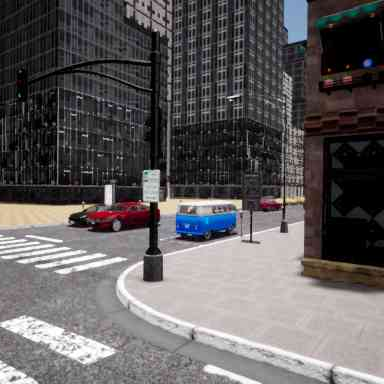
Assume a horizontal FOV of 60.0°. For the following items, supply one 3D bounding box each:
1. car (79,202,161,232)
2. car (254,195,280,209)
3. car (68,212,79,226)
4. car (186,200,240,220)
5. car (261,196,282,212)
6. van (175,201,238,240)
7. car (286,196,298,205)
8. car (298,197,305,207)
[{"bbox_3d":[-3.993,1.418,20.215,1.882,1.535,5.008,1,1,34],"label":"car"},{"bbox_3d":[10.086,1.293,44.415,1.967,1.590,4.097,1,1,35],"label":"car"},{"bbox_3d":[-5.980,1.467,21.897,1.947,1.339,4.313,1,1,35],"label":"car"},{"bbox_3d":[1.918,1.469,28.505,2.033,1.411,5.357,1,1,36],"label":"car"},{"bbox_3d":[8.476,1.503,37.683,1.895,1.301,4.718,1,1,36],"label":"car"},{"bbox_3d":[0.845,1.368,17.027,1.690,1.788,3.998,1,1,35],"label":"van"},{"bbox_3d":[16.414,1.364,53.285,1.752,1.417,4.829,1,1,36],"label":"car"},{"bbox_3d":[15.626,1.429,42.313,2.128,1.511,4.902,1,1,36],"label":"car"}]
